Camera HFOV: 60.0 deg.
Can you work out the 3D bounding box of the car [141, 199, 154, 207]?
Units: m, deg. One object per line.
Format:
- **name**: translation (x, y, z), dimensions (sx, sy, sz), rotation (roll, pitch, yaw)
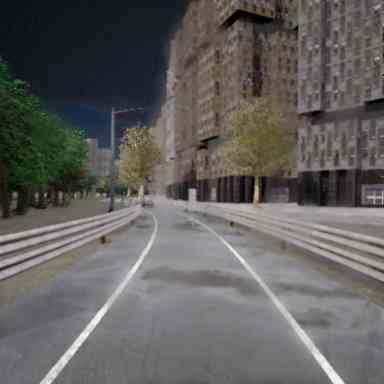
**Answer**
- **car**: translation (-7.911, 1.894, 58.300), dimensions (2.128, 1.511, 4.902), rotation (1, -1, -19)
